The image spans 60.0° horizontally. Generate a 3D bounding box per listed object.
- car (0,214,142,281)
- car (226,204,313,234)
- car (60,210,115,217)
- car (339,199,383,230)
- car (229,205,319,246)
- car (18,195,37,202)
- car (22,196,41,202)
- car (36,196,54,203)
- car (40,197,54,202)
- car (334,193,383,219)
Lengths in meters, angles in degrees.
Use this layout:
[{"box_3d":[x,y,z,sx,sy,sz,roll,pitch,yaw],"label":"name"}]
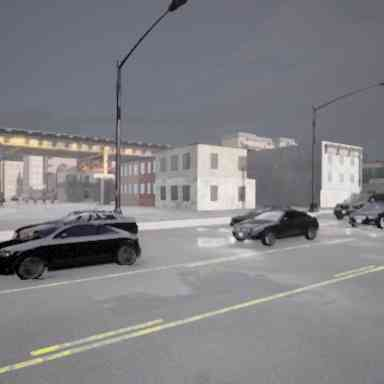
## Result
[{"box_3d":[-3.643,1.582,9.988,4.181,1.385,1.994,0,0,-35],"label":"car"},{"box_3d":[4.791,1.517,20.152,5.357,1.411,2.033,-1,0,-34],"label":"car"},{"box_3d":[-4.563,1.517,13.615,4.902,1.511,2.128,0,0,-35],"label":"car"},{"box_3d":[11.698,1.408,20.701,4.902,1.511,2.128,0,0,-35],"label":"car"},{"box_3d":[3.961,1.512,15.299,4.674,1.442,1.812,0,0,-35],"label":"car"},{"box_3d":[-39.136,1.868,81.206,4.974,1.542,2.038,0,0,25],"label":"car"},{"box_3d":[-39.182,1.710,81.229,4.536,1.218,1.853,0,0,25],"label":"car"},{"box_3d":[-35.405,1.895,81.242,2.038,1.542,4.974,0,0,-5],"label":"car"},{"box_3d":[-35.408,1.738,81.295,1.853,1.218,4.536,0,0,-5],"label":"car"},{"box_3d":[13.568,1.111,26.272,5.566,2.045,2.150,-1,0,-34],"label":"car"}]
